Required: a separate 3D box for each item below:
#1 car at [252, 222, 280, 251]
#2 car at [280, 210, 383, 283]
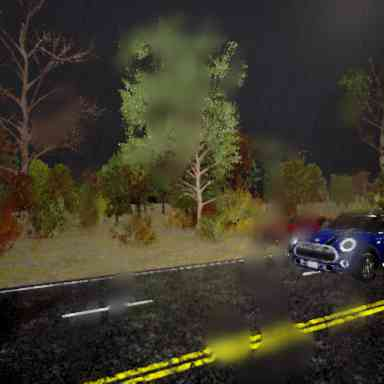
[{"bbox_3d":[4.750,1.675,13.516,5.008,1.535,1.882,8,-7,-28],"label":"car"},{"bbox_3d":[5.147,1.353,9.947,4.553,1.767,2.097,1,-1,-30],"label":"car"}]
